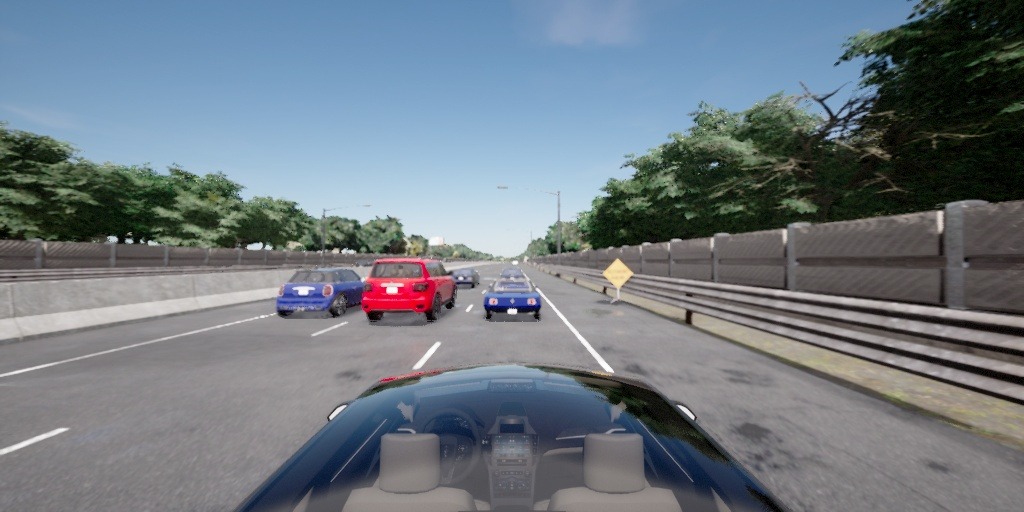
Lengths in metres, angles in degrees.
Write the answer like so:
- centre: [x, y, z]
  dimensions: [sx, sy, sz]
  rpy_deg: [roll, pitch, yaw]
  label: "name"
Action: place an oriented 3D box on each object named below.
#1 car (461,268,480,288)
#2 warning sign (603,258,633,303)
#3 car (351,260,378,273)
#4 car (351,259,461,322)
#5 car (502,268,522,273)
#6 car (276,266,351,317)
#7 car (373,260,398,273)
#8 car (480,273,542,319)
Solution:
- centre: [-3.480, 1.601, 26.989]
  dimensions: [2.033, 1.411, 5.357]
  rpy_deg: [0, -1, 0]
  label: "car"
- centre: [4.547, 1.031, 15.350]
  dimensions: [1.300, 1.860, 1.060]
  rpy_deg: [0, 0, 0]
  label: "warning sign"
- centre: [-24.533, 1.643, 59.819]
  dimensions: [2.150, 2.045, 5.566]
  rpy_deg: [0, -1, 1]
  label: "car"
- centre: [-3.468, 1.112, 13.117]
  dimensions: [2.150, 2.045, 5.566]
  rpy_deg: [0, 0, 0]
  label: "car"
- centre: [0.020, 1.601, 26.997]
  dimensions: [2.033, 1.411, 5.357]
  rpy_deg: [0, -1, 0]
  label: "car"
- centre: [-6.959, 1.253, 14.115]
  dimensions: [2.097, 1.767, 4.553]
  rpy_deg: [0, -1, 0]
  label: "car"
- centre: [-21.040, 1.645, 59.970]
  dimensions: [2.150, 2.045, 5.566]
  rpy_deg: [0, -1, 1]
  label: "car"
- centre: [0.035, 1.495, 13.551]
  dimensions: [1.895, 1.301, 4.718]
  rpy_deg: [0, -1, 0]
  label: "car"
